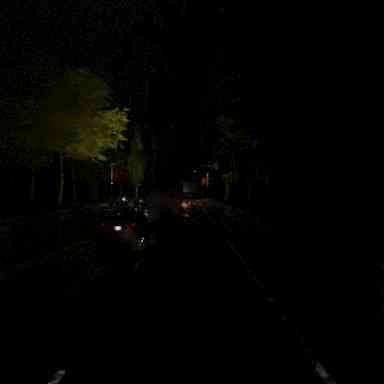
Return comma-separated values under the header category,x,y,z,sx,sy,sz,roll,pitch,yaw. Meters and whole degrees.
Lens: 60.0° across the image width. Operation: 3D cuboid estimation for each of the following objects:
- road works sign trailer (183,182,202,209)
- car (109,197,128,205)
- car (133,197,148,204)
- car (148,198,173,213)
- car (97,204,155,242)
category,x,y,z,sx,sy,sz,roll,pitch,yaw
road works sign trailer,-0.022,0.387,44.881,2.380,3.560,2.880,0,0,0
car,-9.861,1.414,44.763,2.128,1.511,4.902,0,0,0
car,-6.610,1.427,44.347,1.837,1.490,4.892,0,0,0
car,-3.168,1.414,36.071,2.128,1.511,4.902,0,0,0
car,-3.158,1.512,16.178,1.994,1.385,4.181,0,0,0
